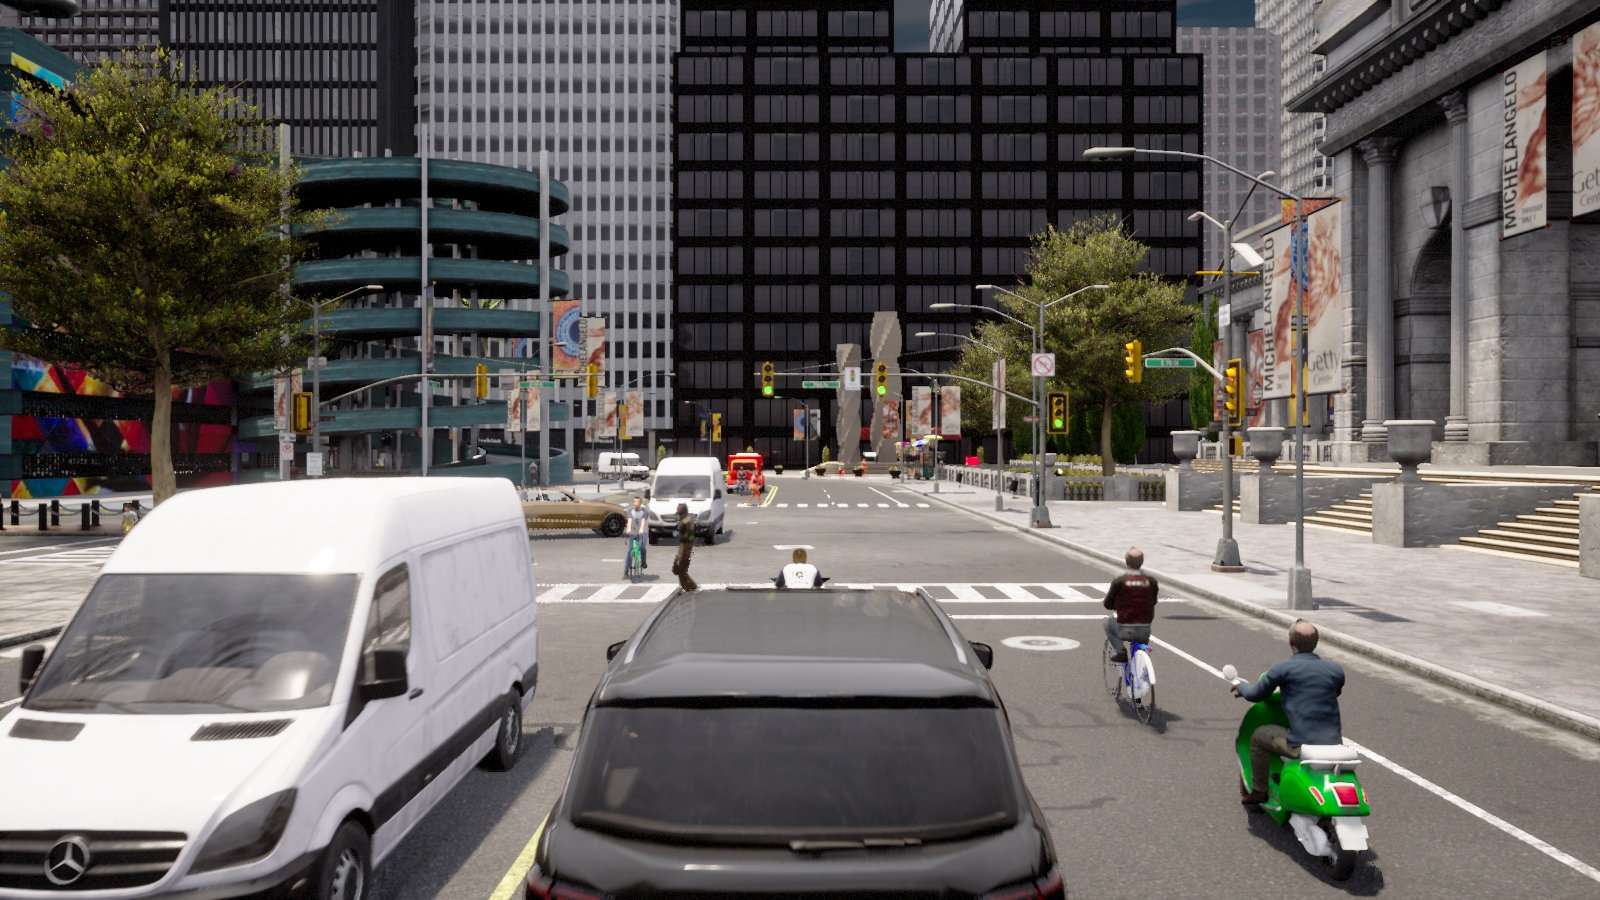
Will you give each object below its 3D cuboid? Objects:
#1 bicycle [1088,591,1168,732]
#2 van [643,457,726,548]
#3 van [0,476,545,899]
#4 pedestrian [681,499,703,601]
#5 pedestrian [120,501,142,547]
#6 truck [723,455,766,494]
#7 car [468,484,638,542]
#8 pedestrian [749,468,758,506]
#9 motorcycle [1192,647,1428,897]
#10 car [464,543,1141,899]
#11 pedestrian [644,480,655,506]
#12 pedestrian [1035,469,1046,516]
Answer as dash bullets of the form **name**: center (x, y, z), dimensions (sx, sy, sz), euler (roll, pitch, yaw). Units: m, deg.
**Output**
- **bicycle**: center (3.481, 2.209, 12.237), dimensions (0.329, 1.171, 1.835), euler (0, 0, 0)
- **van**: center (-3.517, 1.531, 35.791), dimensions (1.988, 2.561, 5.915), euler (0, 0, 0)
- **van**: center (-3.512, 1.534, 8.337), dimensions (1.988, 2.561, 5.915), euler (0, 0, 0)
- **pedestrian**: center (-2.002, 1.848, 21.231), dimensions (0.375, 1.860, 0.375), euler (0, 0, -11)
- **pedestrian**: center (-19.229, 2.126, 32.847), dimensions (0.375, 1.300, 0.375), euler (0, 0, 11)
- **truck**: center (-3.580, 1.563, 74.774), dimensions (2.627, 2.467, 5.204), euler (0, 0, -1)
- **car**: center (-7.964, 1.989, 36.794), dimensions (5.027, 1.651, 2.152), euler (0, 0, -23)
- **pedestrian**: center (-2.299, 1.845, 56.644), dimensions (0.375, 1.860, 0.375), euler (0, 0, 9)
- **motorcycle**: center (3.509, 2.180, 8.077), dimensions (0.856, 1.236, 1.805), euler (0, 1, 0)
- **car**: center (0.022, 1.781, 6.411), dimensions (2.150, 2.045, 5.566), euler (0, 0, 0)
- **pedestrian**: center (-7.443, 2.125, 56.548), dimensions (0.375, 1.300, 0.375), euler (0, 0, 21)
- **pedestrian**: center (9.579, 1.693, 45.498), dimensions (0.375, 1.860, 0.375), euler (0, 0, -2)
